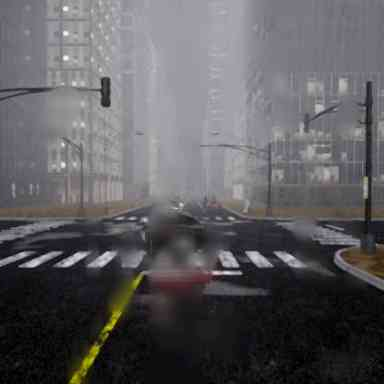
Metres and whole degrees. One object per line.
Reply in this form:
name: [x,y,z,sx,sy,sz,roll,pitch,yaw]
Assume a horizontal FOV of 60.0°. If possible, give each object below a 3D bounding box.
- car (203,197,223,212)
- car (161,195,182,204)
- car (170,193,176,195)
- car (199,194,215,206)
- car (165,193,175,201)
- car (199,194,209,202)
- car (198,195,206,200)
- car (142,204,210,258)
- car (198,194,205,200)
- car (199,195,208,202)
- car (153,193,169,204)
car: [2.529,1.522,37.761,1.802,1.307,4.206,-1,0,0]
car: [-2.828,1.489,46.875,1.994,1.385,4.181,0,0,0]
car: [-2.773,1.401,62.316,1.837,1.490,4.892,0,0,1]
car: [2.548,1.237,48.810,2.192,1.841,5.009,-1,0,0]
car: [-5.313,1.173,81.934,2.192,1.841,5.009,-1,0,0]
car: [2.567,1.321,70.908,1.967,1.590,4.097,-1,0,0]
car: [2.572,1.429,87.482,1.802,1.307,4.206,-1,0,0]
car: [-0.792,1.458,12.768,1.882,1.535,5.008,0,0,-13]
car: [2.572,1.360,93.177,1.752,1.417,4.829,-1,0,0]
car: [2.569,1.414,76.433,1.887,1.381,4.507,-1,0,0]
car: [-5.317,1.352,54.311,1.967,1.590,4.097,-1,0,0]
